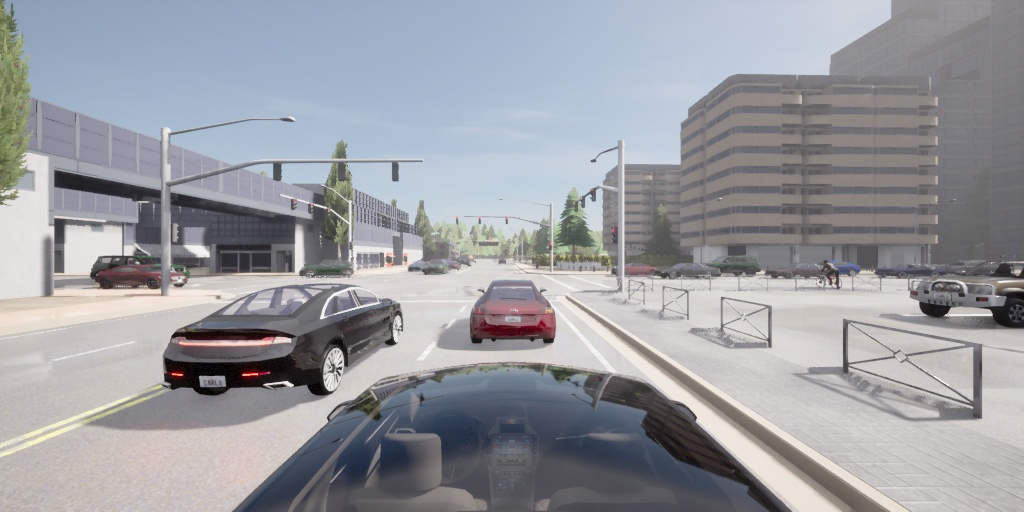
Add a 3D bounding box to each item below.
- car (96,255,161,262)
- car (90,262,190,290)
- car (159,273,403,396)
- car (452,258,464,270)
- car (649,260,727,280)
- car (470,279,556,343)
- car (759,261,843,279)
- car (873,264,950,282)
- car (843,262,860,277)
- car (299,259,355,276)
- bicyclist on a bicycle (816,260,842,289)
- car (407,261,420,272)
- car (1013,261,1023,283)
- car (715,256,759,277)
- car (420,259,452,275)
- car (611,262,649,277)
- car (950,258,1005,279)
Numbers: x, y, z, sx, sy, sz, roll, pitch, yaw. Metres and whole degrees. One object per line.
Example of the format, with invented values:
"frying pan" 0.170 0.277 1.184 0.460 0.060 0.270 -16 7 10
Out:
"car" -26.453 0.971 25.594 5.566 2.045 2.150 0 0 -1
"car" -22.895 1.276 22.199 4.674 1.442 1.812 0 0 0
"car" -3.476 1.242 6.585 2.128 1.511 4.902 0 0 0
"car" -8.434 1.314 50.879 1.994 1.385 4.181 0 0 -2
"car" 15.225 1.297 31.204 5.357 1.411 2.033 0 0 -2
"car" 0.009 1.314 9.644 1.994 1.385 4.181 0 0 0
"car" 25.295 1.297 31.507 5.357 1.411 2.033 0 0 -2
"car" 35.158 1.351 31.791 4.718 1.301 1.895 0 0 -2
"car" 31.103 1.228 35.178 5.008 1.535 1.882 0 0 -2
"car" -17.006 1.102 33.180 4.553 1.767 2.097 0 -1 -21
"bicyclist on a bicycle" 17.920 1.052 20.297 0.582 1.620 1.656 0 0 -2
"car" -11.779 1.297 45.591 2.033 1.411 5.357 0 0 -1
"car" 43.291 1.314 28.395 4.181 1.385 1.994 0 0 -1
"car" 21.077 0.971 34.884 5.566 2.045 2.150 0 0 -2
"car" -8.030 1.101 38.205 2.097 1.767 4.553 0 0 -2
"car" 11.734 1.314 34.600 4.181 1.385 1.994 0 0 -2
"car" 44.960 1.257 35.523 4.892 1.490 1.837 1 0 -1
